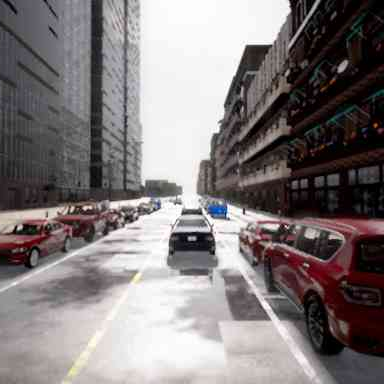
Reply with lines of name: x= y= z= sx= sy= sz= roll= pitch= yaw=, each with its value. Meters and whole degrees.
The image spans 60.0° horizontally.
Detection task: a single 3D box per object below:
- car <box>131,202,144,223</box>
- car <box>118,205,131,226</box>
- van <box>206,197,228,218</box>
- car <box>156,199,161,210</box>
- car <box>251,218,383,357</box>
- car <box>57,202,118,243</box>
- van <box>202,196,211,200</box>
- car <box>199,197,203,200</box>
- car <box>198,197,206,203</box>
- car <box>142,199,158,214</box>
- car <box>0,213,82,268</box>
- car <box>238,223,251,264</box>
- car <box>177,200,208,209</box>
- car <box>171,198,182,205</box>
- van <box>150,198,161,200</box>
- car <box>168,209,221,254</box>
car: x=-5.681 y=1.827 z=28.644 sx=1.947 sy=1.339 sz=4.313 roll=1 pitch=-1 yaw=0
car: x=-5.681 y=1.793 z=22.997 sx=1.802 sy=1.307 sz=4.206 roll=1 pitch=-1 yaw=0
van: x=2.703 y=1.651 z=34.315 sx=1.690 sy=1.788 sz=3.998 roll=1 pitch=0 yaw=0
car: x=-5.679 y=1.989 z=45.582 sx=1.802 sy=1.307 sz=4.206 roll=1 pitch=0 yaw=0
car: x=2.701 y=1.373 z=6.082 sx=2.192 sy=1.841 sz=5.009 roll=1 pitch=-1 yaw=0
car: x=-5.679 y=1.477 z=17.354 sx=2.192 sy=1.841 sz=5.009 roll=1 pitch=-1 yaw=0
van: x=2.704 y=1.748 z=45.608 sx=1.690 sy=1.788 sz=3.998 roll=1 pitch=0 yaw=0
car: x=3.006 y=1.821 z=69.140 sx=2.150 sy=2.045 sz=5.566 roll=0 pitch=0 yaw=0
car: x=2.708 y=2.196 z=90.779 sx=1.967 sy=1.590 sz=4.097 roll=1 pitch=0 yaw=0
car: x=-5.679 y=1.910 z=39.936 sx=2.008 sy=1.369 sz=4.403 roll=1 pitch=0 yaw=0
car: x=-5.682 y=1.655 z=11.706 sx=1.887 sy=1.381 sz=4.507 roll=1 pitch=-1 yaw=0
car: x=2.699 y=1.655 z=11.729 sx=1.887 sy=1.381 sz=4.507 roll=1 pitch=-1 yaw=0
car: x=0.007 y=1.759 z=29.298 sx=2.128 sy=1.511 sz=4.902 roll=0 pitch=0 yaw=0
car: x=-2.995 y=2.115 z=71.803 sx=1.837 sy=1.490 sz=4.892 roll=0 pitch=0 yaw=0
van: x=-5.676 y=1.795 z=51.230 sx=1.690 sy=1.788 sz=3.998 roll=1 pitch=0 yaw=0
car: x=0.002 y=1.678 z=13.996 sx=2.033 sy=1.411 sz=5.357 roll=0 pitch=0 yaw=0
